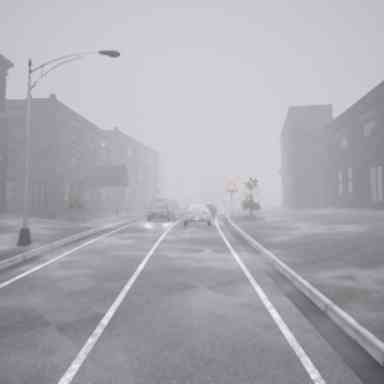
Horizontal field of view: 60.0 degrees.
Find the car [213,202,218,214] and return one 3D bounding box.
[{"bbox_3d":[2.191,2.005,42.110,2.163,1.488,4.792,-1,-2,8],"label":"car"}]

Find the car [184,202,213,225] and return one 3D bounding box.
[{"bbox_3d":[0.448,1.572,24.193,1.812,1.442,4.674,0,-1,3],"label":"car"}]

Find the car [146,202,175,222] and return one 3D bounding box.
[{"bbox_3d":[-2.531,1.625,27.792,1.837,1.490,4.892,0,-1,4],"label":"car"}]
